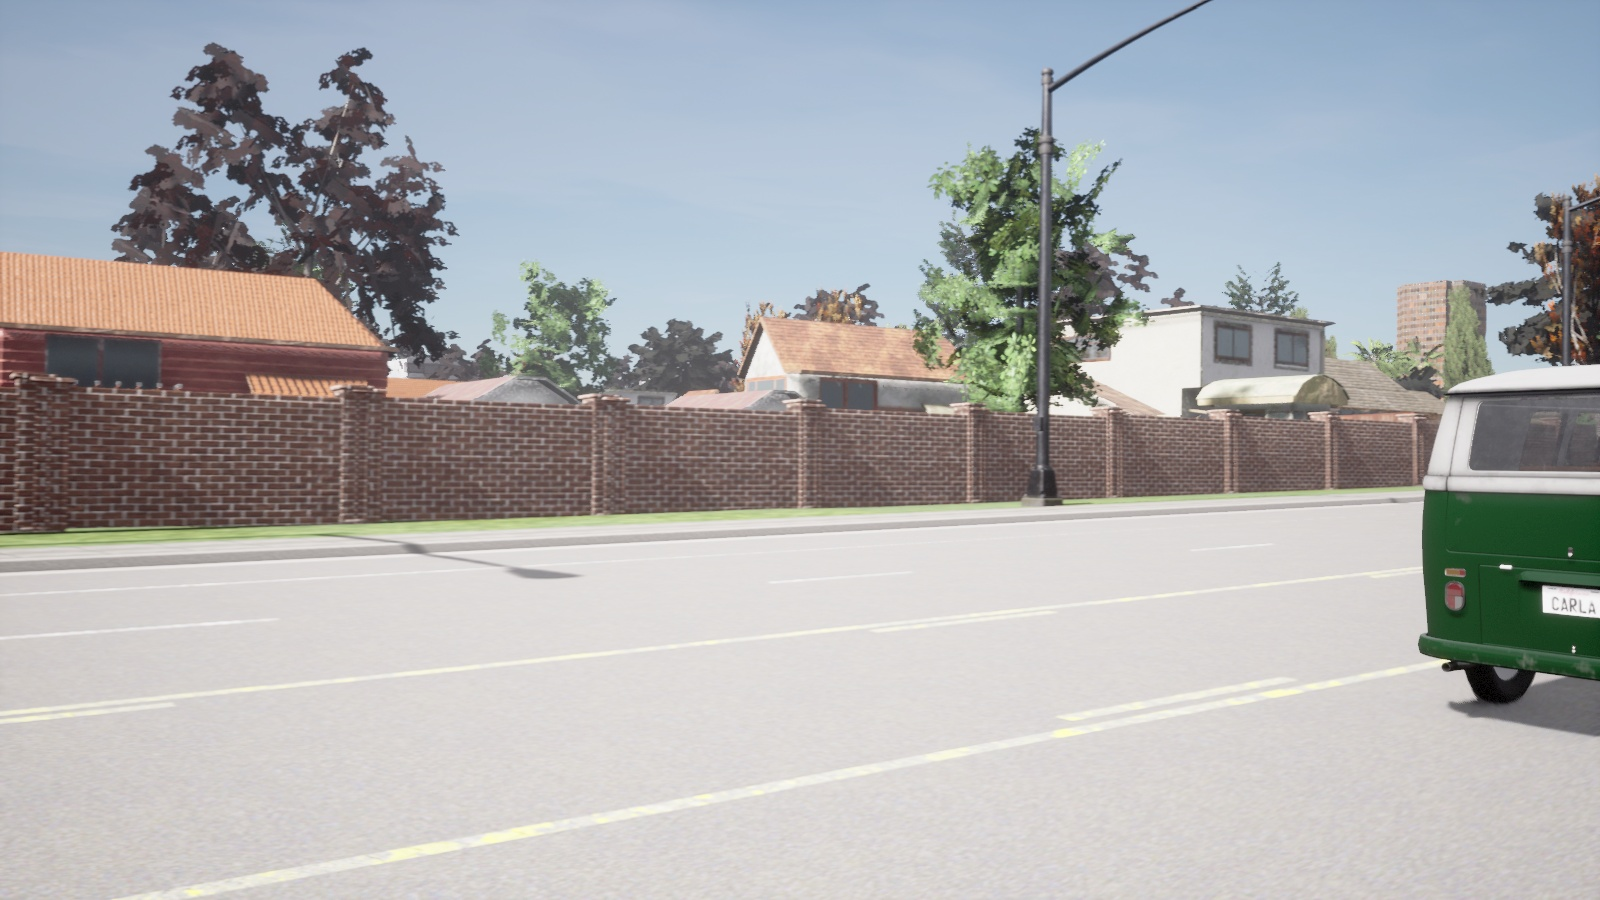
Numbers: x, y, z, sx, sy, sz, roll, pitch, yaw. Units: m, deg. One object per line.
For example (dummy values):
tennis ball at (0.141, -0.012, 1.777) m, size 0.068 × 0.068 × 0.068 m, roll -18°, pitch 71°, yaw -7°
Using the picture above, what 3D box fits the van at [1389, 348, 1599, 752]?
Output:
van at (5.643, 0.477, 7.585) m, size 4.442 × 1.987 × 1.775 m, roll 0°, pitch 0°, yaw -35°
